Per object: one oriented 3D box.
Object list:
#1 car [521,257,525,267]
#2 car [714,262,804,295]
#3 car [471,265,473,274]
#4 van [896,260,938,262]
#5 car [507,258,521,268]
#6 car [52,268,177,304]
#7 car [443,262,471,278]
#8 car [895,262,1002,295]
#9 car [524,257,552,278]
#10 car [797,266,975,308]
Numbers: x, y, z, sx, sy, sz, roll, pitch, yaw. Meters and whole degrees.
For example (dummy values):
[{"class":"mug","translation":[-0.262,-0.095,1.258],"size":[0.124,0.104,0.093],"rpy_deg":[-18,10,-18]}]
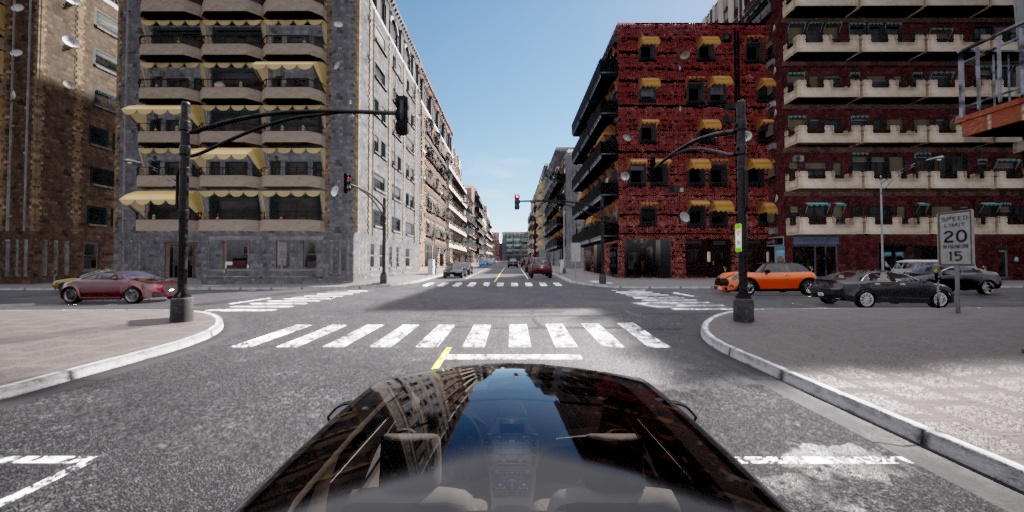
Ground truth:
[{"class":"car","translation":[2.615,1.086,44.854],"size":[2.192,1.841,5.009],"rpy_deg":[0,0,0]},{"class":"car","translation":[13.223,1.102,18.889],"size":[4.553,1.767,2.097],"rpy_deg":[0,-1,1]},{"class":"car","translation":[-5.273,1.331,39.255],"size":[1.948,1.339,4.313],"rpy_deg":[0,0,0]},{"class":"van","translation":[24.925,1.115,21.265],"size":[3.998,1.789,1.690],"rpy_deg":[0,0,0]},{"class":"car","translation":[0.168,1.329,63.892],"size":[1.837,1.490,4.892],"rpy_deg":[0,0,0]},{"class":"car","translation":[-17.192,1.339,16.014],"size":[4.181,1.385,1.994],"rpy_deg":[0,-1,0]},{"class":"car","translation":[-5.279,1.328,33.694],"size":[1.948,1.339,4.313],"rpy_deg":[0,0,0]},{"class":"car","translation":[22.419,1.219,18.825],"size":[4.902,1.511,2.128],"rpy_deg":[0,-1,0]},{"class":"car","translation":[2.602,1.076,33.731],"size":[2.192,1.841,5.009],"rpy_deg":[0,0,0]},{"class":"car","translation":[13.758,1.185,13.425],"size":[4.403,1.370,2.007],"rpy_deg":[0,0,0]}]
